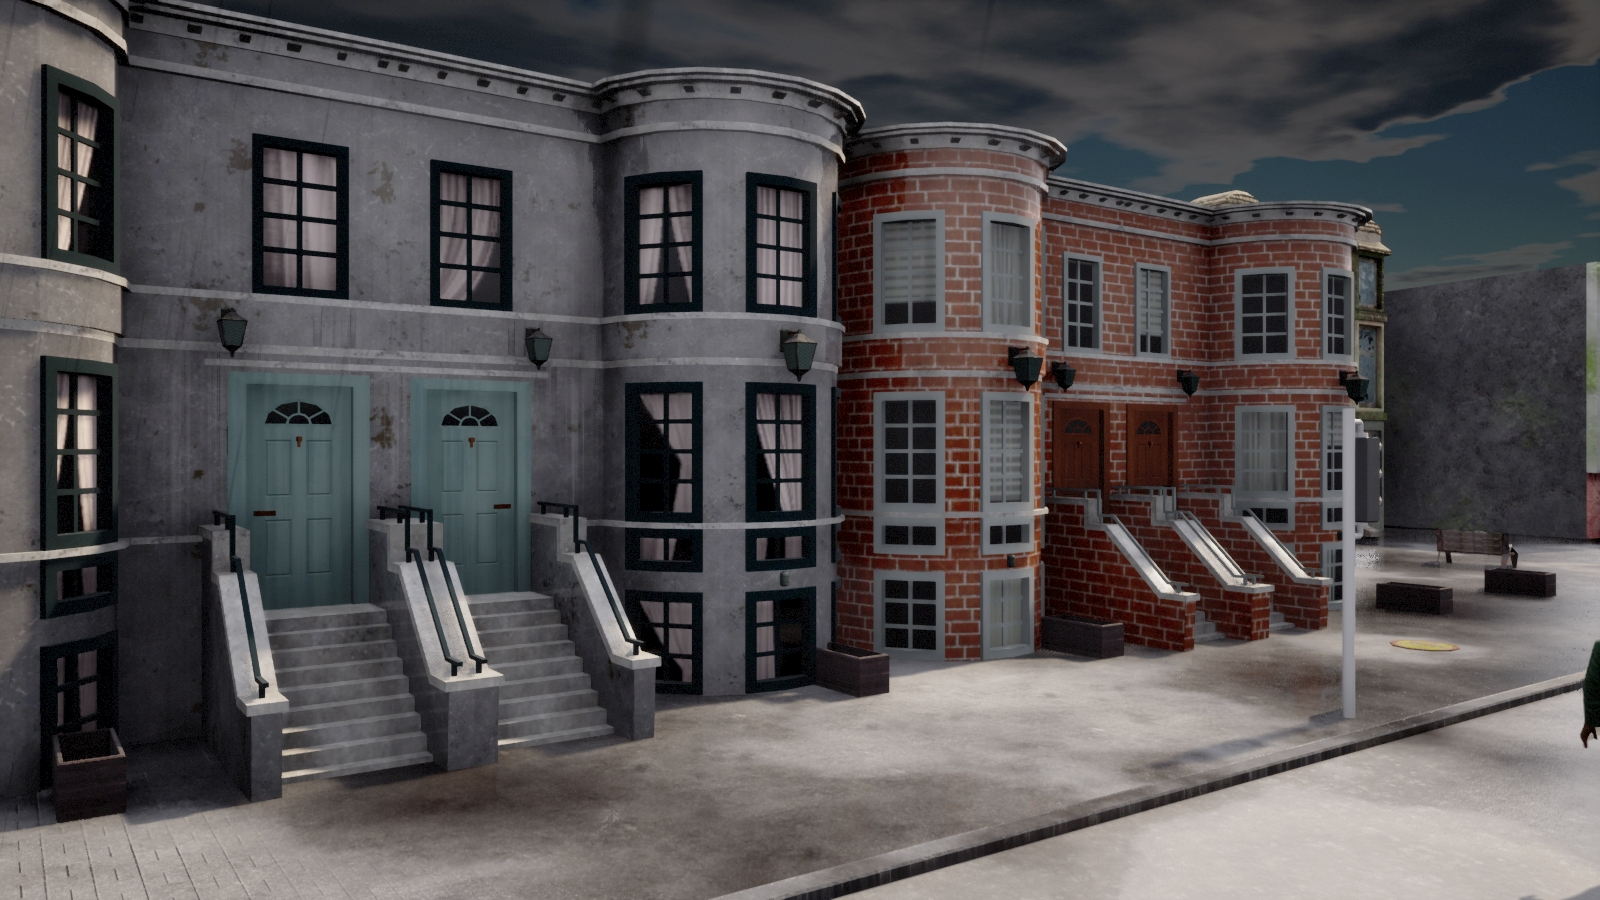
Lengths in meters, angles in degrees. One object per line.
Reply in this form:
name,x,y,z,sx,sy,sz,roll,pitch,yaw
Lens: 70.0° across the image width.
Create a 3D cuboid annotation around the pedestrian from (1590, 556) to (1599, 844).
pedestrian,5.427,1.628,7.403,0.375,1.860,0.375,0,0,-30
